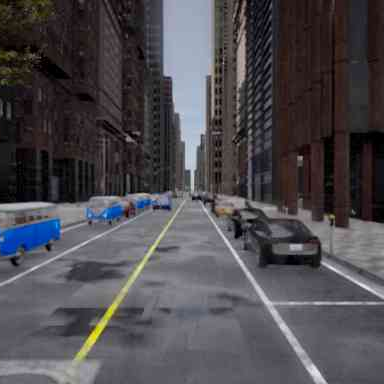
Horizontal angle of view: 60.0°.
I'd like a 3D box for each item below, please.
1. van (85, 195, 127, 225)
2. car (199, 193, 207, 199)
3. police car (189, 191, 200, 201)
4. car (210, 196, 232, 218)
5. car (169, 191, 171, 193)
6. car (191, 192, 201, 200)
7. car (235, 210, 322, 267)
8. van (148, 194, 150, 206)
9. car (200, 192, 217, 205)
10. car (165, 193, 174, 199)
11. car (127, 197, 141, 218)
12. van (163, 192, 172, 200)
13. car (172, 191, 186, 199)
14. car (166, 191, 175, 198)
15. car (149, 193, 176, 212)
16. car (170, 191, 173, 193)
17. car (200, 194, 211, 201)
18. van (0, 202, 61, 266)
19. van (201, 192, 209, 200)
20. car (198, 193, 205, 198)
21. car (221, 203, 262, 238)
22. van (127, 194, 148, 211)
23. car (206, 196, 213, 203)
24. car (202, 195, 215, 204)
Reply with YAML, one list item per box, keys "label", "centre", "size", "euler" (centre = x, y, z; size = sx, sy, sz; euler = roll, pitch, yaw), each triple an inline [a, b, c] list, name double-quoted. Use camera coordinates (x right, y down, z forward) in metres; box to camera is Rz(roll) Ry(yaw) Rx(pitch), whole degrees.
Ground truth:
- label: "van"
  centre: [-5.759, 1.189, 22.121]
  size: [1.690, 1.788, 3.998]
  euler: [0, 0, 0]
- label: "car"
  centre: [2.772, 0.986, 84.104]
  size: [1.752, 1.417, 4.829]
  euler: [0, 0, 0]
- label: "police car"
  centre: [0.907, 0.996, 65.555]
  size: [1.930, 1.638, 5.238]
  euler: [0, 0, 0]
- label: "car"
  centre: [2.766, 1.335, 27.917]
  size: [1.752, 1.417, 4.829]
  euler: [0, 0, 0]
- label: "car"
  centre: [-5.755, 1.106, 67.068]
  size: [1.887, 1.381, 4.507]
  euler: [0, 0, 0]
- label: "car"
  centre: [0.908, 0.863, 75.414]
  size: [2.097, 1.767, 4.553]
  euler: [0, 0, 0]
- label: "car"
  centre: [2.765, 1.490, 10.892]
  size: [1.947, 1.339, 4.313]
  euler: [0, 0, 0]
- label: "van"
  centre: [-5.757, 1.077, 38.976]
  size: [1.690, 1.788, 3.998]
  euler: [0, 0, 0]
- label: "car"
  centre: [2.768, 0.980, 50.221]
  size: [2.192, 1.841, 5.009]
  euler: [0, 0, 0]
- label: "car"
  centre: [-5.753, 1.012, 83.923]
  size: [2.008, 1.369, 4.403]
  euler: [0, 0, 0]
- label: "car"
  centre: [-5.759, 1.355, 27.740]
  size: [1.887, 1.381, 4.507]
  euler: [0, 0, 0]
- label: "van"
  centre: [-5.754, 0.836, 78.303]
  size: [1.690, 1.788, 3.998]
  euler: [0, 0, 0]
- label: "car"
  centre: [-2.992, 0.848, 76.540]
  size: [1.837, 1.490, 4.892]
  euler: [0, 0, 0]
- label: "car"
  centre: [-5.753, 0.743, 89.540]
  size: [2.192, 1.841, 5.009]
  euler: [0, 0, 0]
- label: "car"
  centre: [-3.092, 1.238, 35.252]
  size: [1.882, 1.535, 5.008]
  euler: [0, 0, 0]
- label: "car"
  centre: [-5.755, 1.072, 72.686]
  size: [1.887, 1.381, 4.507]
  euler: [0, 0, 0]
- label: "car"
  centre: [2.770, 1.112, 67.078]
  size: [2.008, 1.369, 4.403]
  euler: [0, 0, 0]
- label: "van"
  centre: [-5.760, 1.265, 10.884]
  size: [1.690, 1.788, 3.998]
  euler: [0, 0, 0]
- label: "van"
  centre: [2.770, 0.869, 72.695]
  size: [1.690, 1.788, 3.998]
  euler: [0, 0, 0]
- label: "car"
  centre: [2.773, 0.977, 95.172]
  size: [1.802, 1.307, 4.206]
  euler: [0, 0, 0]
- label: "car"
  centre: [2.765, 1.452, 16.510]
  size: [1.947, 1.339, 4.313]
  euler: [0, 0, 0]
- label: "van"
  centre: [-5.758, 1.114, 33.357]
  size: [1.690, 1.788, 3.998]
  euler: [0, 0, 0]
- label: "car"
  centre: [2.767, 1.339, 33.366]
  size: [1.947, 1.339, 4.313]
  euler: [0, 0, 0]
- label: "car"
  centre: [2.769, 1.181, 55.841]
  size: [2.008, 1.369, 4.403]
  euler: [0, 0, 0]
